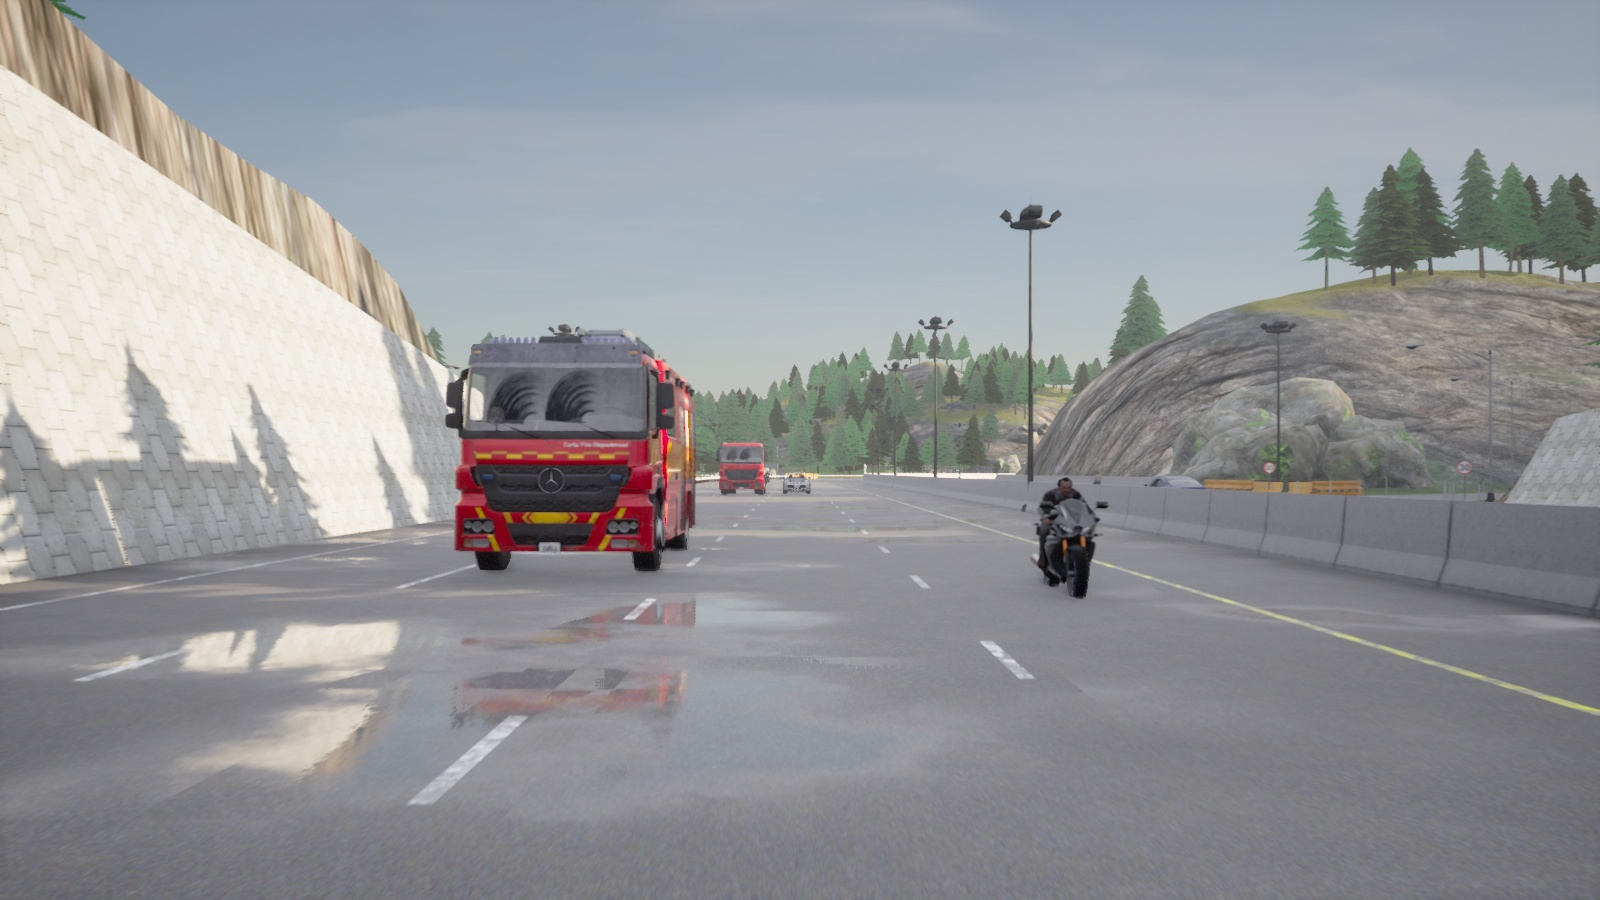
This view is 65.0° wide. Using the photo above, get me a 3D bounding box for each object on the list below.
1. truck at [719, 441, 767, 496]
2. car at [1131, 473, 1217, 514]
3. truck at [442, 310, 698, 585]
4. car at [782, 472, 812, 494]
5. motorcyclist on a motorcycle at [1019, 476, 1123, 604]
[{"bbox_3d":[-3.706,1.243,83.378,2.891,3.462,7.936,0,-1,0],"label":"truck"},{"bbox_3d":[13.886,1.570,46.890,1.812,1.442,4.674,0,-1,0],"label":"car"},{"bbox_3d":[-3.557,0.029,21.764,2.891,3.827,8.468,0,-1,0],"label":"truck"},{"bbox_3d":[-0.209,2.220,85.956,1.970,1.475,3.806,0,-1,0],"label":"car"},{"bbox_3d":[3.460,1.108,16.253,0.866,1.530,2.191,0,-1,0],"label":"motorcyclist on a motorcycle"}]
